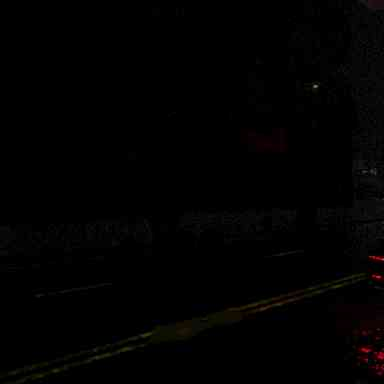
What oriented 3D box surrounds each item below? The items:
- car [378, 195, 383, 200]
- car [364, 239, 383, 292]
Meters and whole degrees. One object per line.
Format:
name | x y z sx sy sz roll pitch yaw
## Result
car | 44.982 1.219 76.076 1.802 1.307 4.206 -1 1 -35
car | 5.871 1.480 7.654 4.892 1.490 1.837 -1 0 -35
